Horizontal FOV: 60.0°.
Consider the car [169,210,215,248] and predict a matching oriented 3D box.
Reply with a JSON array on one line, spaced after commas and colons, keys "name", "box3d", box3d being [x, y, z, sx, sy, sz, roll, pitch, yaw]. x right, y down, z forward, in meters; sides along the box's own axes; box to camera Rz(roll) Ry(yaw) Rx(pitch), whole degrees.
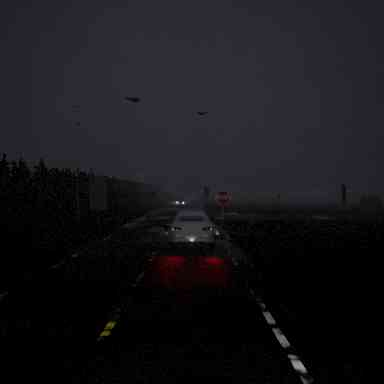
[{"name": "car", "box3d": [0.000, 1.533, 14.649, 1.812, 1.442, 4.674, 0, 0, 0]}]

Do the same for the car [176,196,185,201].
[{"name": "car", "box3d": [-2.750, 1.499, 79.074, 1.895, 1.301, 4.718, 0, 0, 0]}]
